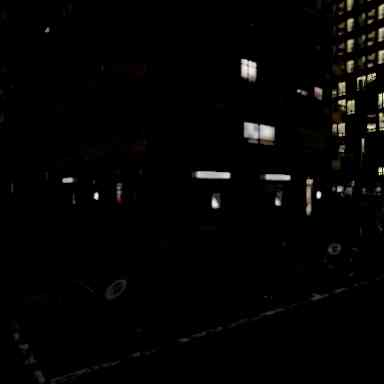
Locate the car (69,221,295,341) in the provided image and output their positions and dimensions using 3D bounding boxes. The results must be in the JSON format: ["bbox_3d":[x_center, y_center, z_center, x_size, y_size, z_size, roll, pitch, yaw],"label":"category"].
[{"bbox_3d":[-0.182,1.423,6.428,4.097,1.590,1.967,0,0,-36],"label":"car"}]

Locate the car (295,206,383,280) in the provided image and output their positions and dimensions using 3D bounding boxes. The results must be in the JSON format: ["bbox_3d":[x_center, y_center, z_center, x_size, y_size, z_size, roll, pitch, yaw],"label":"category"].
[{"bbox_3d":[4.443,1.396,9.729,4.097,1.590,1.967,0,0,-36],"label":"car"}]

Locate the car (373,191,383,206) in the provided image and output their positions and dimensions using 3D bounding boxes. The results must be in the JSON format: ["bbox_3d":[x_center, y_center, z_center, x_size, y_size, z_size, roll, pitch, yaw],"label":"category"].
[{"bbox_3d":[20.050,0.852,35.620,2.192,1.841,5.009,1,0,-36],"label":"car"}]

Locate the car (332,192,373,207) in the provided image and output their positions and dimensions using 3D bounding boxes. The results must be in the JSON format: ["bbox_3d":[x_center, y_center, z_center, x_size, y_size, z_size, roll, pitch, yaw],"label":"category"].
[{"bbox_3d":[13.309,0.872,30.643,2.192,1.841,5.009,1,0,-36],"label":"car"}]
